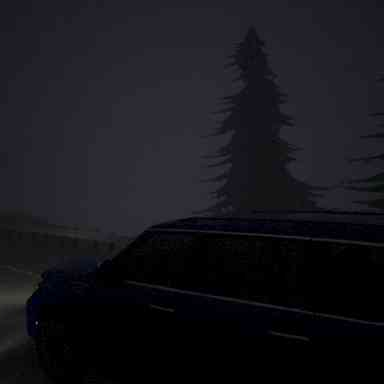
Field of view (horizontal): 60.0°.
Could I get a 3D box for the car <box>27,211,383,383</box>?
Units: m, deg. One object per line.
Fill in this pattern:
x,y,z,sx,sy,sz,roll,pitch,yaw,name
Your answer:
0.434,1.240,3.726,5.566,2.045,2.150,-1,0,36,car
